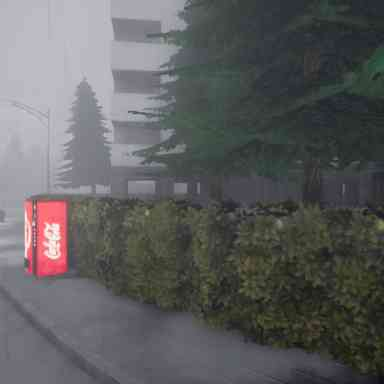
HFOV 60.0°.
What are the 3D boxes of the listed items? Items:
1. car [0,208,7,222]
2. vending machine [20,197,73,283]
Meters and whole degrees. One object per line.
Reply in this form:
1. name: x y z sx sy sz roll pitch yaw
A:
1. car: -14.726 1.564 23.589 1.994 1.385 4.181 0 0 -14
2. vending machine: -3.881 1.195 8.873 1.100 2.100 0.880 0 0 -38
